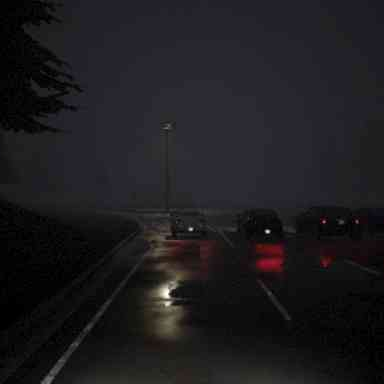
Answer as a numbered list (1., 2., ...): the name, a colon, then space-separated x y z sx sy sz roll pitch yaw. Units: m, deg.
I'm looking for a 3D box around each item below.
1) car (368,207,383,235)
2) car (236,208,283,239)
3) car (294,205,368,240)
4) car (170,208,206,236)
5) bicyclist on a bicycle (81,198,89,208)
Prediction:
1. car: 10.604 1.630 19.759 1.882 1.535 5.008 0 0 0
2. car: 3.604 1.646 18.262 1.837 1.490 4.892 0 0 0
3. car: 7.103 1.491 17.931 2.097 1.767 4.553 0 0 0
4. car: -0.278 1.674 19.231 1.812 1.442 4.674 0 0 -5
5. bicyclist on a bicycle: -16.685 1.699 51.940 0.582 1.620 1.656 0 0 30
